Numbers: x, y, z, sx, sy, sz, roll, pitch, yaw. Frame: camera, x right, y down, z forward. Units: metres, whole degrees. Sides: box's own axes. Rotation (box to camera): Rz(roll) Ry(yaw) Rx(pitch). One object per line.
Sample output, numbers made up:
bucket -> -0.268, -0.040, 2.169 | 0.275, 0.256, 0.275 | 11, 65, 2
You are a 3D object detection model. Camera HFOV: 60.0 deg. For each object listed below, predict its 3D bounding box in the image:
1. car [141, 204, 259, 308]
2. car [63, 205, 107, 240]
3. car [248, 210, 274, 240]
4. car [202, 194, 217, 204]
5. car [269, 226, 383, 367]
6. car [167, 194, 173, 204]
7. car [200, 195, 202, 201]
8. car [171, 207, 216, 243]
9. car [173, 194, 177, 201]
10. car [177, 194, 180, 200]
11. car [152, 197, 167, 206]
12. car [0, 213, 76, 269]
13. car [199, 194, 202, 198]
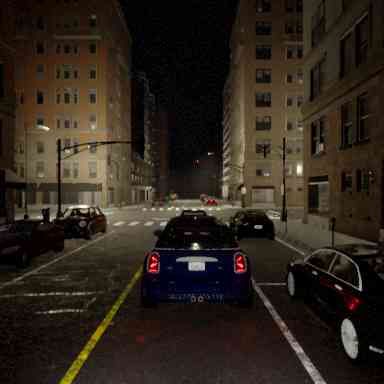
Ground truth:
car -> 0.101, 1.349, 8.090 | 2.097, 1.767, 4.553 | 0, 0, 0
car -> -5.624, 1.436, 16.626 | 1.967, 1.590, 4.097 | 0, 0, 0
car -> 2.902, 1.561, 16.601 | 1.947, 1.339, 4.313 | 0, 0, 0
car -> 3.042, 1.459, 53.691 | 1.967, 1.590, 4.097 | 0, 0, 0
car -> 2.870, 1.549, 5.598 | 2.008, 1.369, 4.403 | 0, 0, 0
car -> -5.431, 1.586, 64.545 | 2.008, 1.369, 4.403 | 0, 0, 0
car -> 3.094, 1.586, 64.509 | 2.008, 1.369, 4.403 | 0, 0, 0
car -> 0.091, 1.559, 16.673 | 1.994, 1.385, 4.181 | 0, 0, 1
car -> -5.356, 1.600, 80.601 | 1.752, 1.417, 4.829 | 0, 0, 0
car -> -5.306, 1.428, 91.588 | 2.192, 1.841, 5.009 | 0, 0, 0
car -> -5.482, 1.601, 53.729 | 1.802, 1.307, 4.206 | 0, 0, 0
car -> -5.640, 1.579, 11.124 | 1.802, 1.307, 4.206 | 0, 0, 0
car -> 3.143, 1.500, 75.326 | 1.967, 1.590, 4.097 | 0, 0, 0
